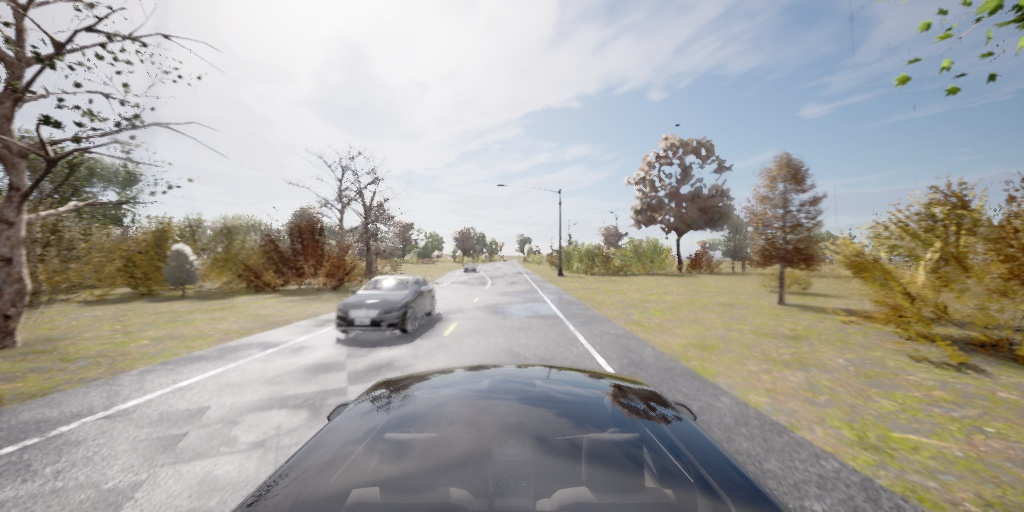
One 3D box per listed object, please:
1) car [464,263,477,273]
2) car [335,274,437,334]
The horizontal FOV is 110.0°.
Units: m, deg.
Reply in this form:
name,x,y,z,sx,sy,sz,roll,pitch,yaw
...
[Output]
name,x,y,z,sx,sy,sz,roll,pitch,yaw
car,-6.257,1.755,53.910,2.128,1.511,4.902,0,0,-6
car,-3.613,1.343,11.101,2.128,1.511,4.902,0,-1,0
